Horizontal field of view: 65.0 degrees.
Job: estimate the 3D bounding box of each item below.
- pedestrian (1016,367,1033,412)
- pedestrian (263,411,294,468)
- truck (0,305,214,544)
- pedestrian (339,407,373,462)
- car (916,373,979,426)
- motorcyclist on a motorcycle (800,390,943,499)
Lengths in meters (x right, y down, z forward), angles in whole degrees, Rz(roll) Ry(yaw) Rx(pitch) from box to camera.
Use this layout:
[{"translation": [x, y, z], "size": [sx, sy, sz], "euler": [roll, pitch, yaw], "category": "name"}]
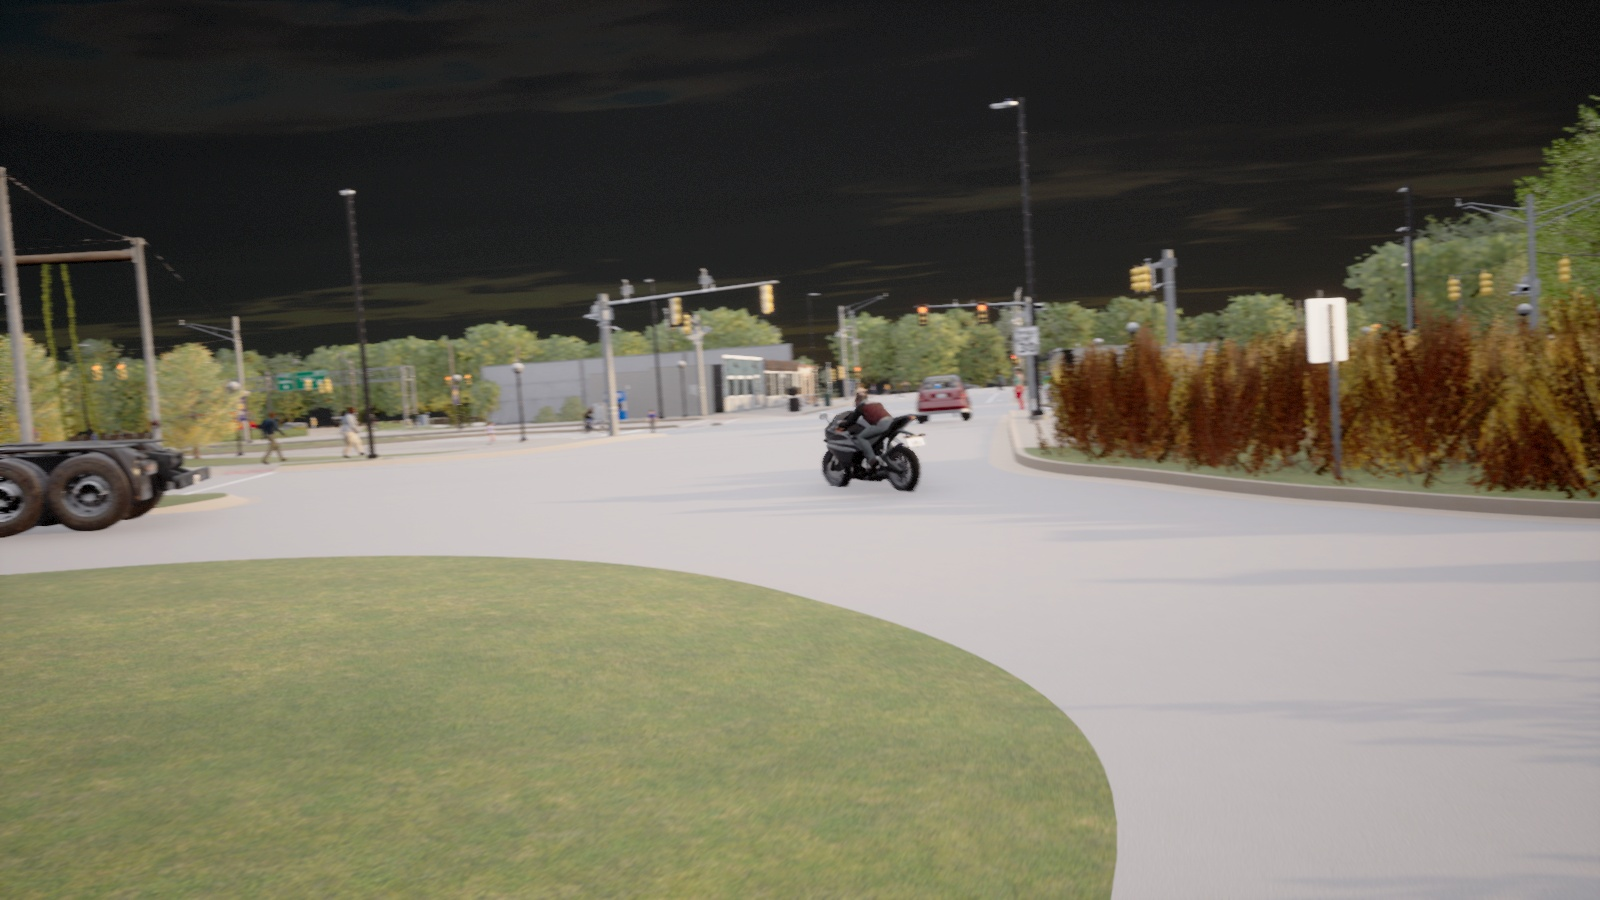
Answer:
[{"translation": [9.246, -2.491, 51.768], "size": [0.594, 1.836, 0.345], "euler": [-4, 3, 10], "category": "pedestrian"}, {"translation": [-17.447, -0.367, 42.033], "size": [0.370, 1.835, 0.726], "euler": [-2, 4, 35], "category": "pedestrian"}, {"translation": [-13.626, -0.360, 19.234], "size": [7.936, 3.462, 2.891], "euler": [-2, 3, -16], "category": "truck"}, {"translation": [-15.550, -0.555, 44.021], "size": [0.900, 1.855, 0.874], "euler": [-5, 4, -14], "category": "pedestrian"}, {"translation": [4.919, -1.698, 41.559], "size": [1.789, 1.549, 3.705], "euler": [-4, 2, 10], "category": "car"}, {"translation": [1.067, -0.105, 19.308], "size": [0.866, 1.530, 2.191], "euler": [-7, 5, -37], "category": "motorcyclist on a motorcycle"}]
